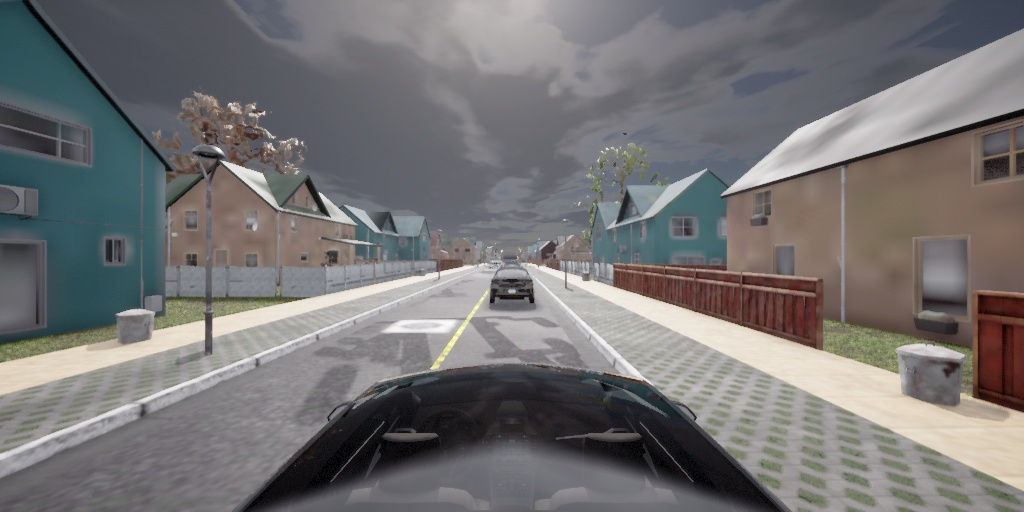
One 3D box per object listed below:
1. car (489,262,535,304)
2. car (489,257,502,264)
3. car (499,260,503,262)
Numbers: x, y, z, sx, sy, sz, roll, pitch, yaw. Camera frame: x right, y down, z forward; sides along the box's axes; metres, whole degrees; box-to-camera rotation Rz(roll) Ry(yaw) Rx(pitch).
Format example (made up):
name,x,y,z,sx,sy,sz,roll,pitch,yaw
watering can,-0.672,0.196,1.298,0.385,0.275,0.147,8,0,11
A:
name,x,y,z,sx,sy,sz,roll,pitch,yaw
car,0.000,1.234,16.500,1.882,1.535,5.008,0,0,0
car,-2.750,1.235,62.474,2.150,2.045,5.566,0,0,0
car,0.000,1.295,31.502,1.812,1.442,4.674,0,0,0
